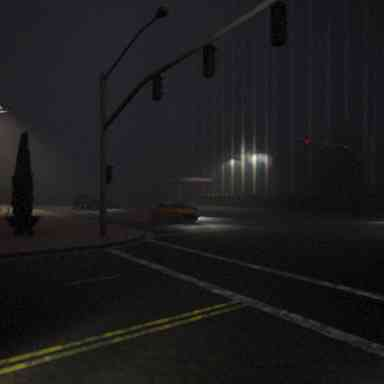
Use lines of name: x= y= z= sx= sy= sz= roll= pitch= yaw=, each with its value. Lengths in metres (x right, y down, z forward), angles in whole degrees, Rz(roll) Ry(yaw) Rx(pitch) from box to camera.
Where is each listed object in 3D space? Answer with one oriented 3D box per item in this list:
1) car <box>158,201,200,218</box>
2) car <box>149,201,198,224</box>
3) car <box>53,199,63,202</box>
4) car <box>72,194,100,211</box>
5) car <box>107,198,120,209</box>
car: x=-1.272 y=1.593 z=31.177 sx=1.994 sy=1.385 sz=4.181 roll=0 pitch=0 yaw=-36
car: x=-1.505 y=1.501 z=25.545 sx=1.882 sy=1.535 sz=5.008 roll=0 pitch=0 yaw=-36
car: x=-22.621 y=1.204 z=54.816 sx=2.128 sy=1.511 sz=4.902 roll=0 pitch=0 yaw=-36
car: x=-13.340 y=1.245 z=41.859 sx=2.150 sy=2.045 sz=5.566 roll=0 pitch=0 yaw=-36
car: x=-11.777 y=1.577 z=45.669 sx=2.033 sy=1.411 sz=5.357 roll=0 pitch=0 yaw=-36
